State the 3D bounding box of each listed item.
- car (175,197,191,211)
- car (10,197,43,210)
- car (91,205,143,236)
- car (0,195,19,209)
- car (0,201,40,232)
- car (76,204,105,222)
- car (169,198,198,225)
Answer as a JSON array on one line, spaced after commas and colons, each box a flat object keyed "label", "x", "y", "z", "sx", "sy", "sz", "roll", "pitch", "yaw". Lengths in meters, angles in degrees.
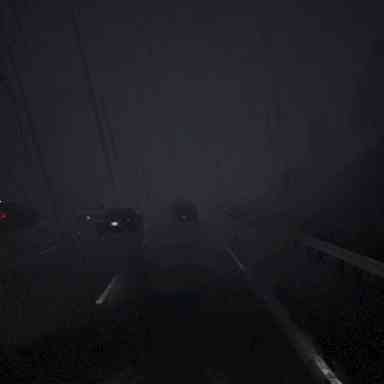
[{"label": "car", "x": -1.127, "y": 1.457, "z": 41.151, "sx": 1.882, "sy": 1.535, "sz": 5.008, "roll": 0, "pitch": 0, "yaw": -2}, {"label": "car", "x": -22.452, "y": 1.498, "z": 45.345, "sx": 2.128, "sy": 1.511, "sz": 4.902, "roll": 0, "pitch": 0, "yaw": -2}, {"label": "car", "x": -3.923, "y": 1.559, "z": 18.585, "sx": 1.994, "sy": 1.385, "sz": 4.181, "roll": 0, "pitch": 0, "yaw": -2}, {"label": "car", "x": -25.957, "y": 1.366, "z": 45.614, "sx": 2.097, "sy": 1.767, "sz": 4.553, "roll": 0, "pitch": 0, "yaw": -2}, {"label": "car", "x": -10.970, "y": 1.357, "z": 19.999, "sx": 2.097, "sy": 1.767, "sz": 4.553, "roll": 0, "pitch": 0, "yaw": -2}, {"label": "car", "x": -7.672, "y": 1.597, "z": 26.619, "sx": 1.895, "sy": 1.301, "sz": 4.718, "roll": 0, "pitch": 0, "yaw": -2}, {"label": "car", "x": -0.580, "y": 1.465, "z": 23.741, "sx": 1.882, "sy": 1.535, "sz": 5.008, "roll": 0, "pitch": 0, "yaw": -2}]
